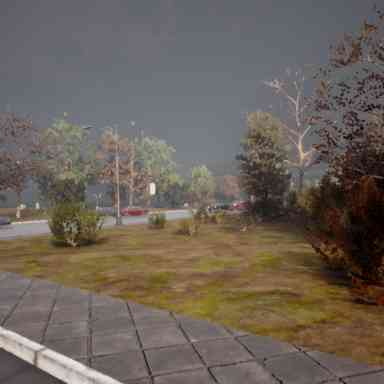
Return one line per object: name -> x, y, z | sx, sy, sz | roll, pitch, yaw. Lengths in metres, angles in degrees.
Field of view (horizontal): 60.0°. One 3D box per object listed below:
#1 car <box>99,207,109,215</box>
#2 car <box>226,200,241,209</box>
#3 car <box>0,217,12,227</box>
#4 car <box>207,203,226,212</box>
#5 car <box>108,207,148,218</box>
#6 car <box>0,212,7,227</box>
car -> -11.378, 2.577, 41.807 | 2.033, 1.411, 5.357 | -3, -2, 32
car -> 7.627, 2.035, 51.991 | 2.097, 1.767, 4.553 | -3, -2, 32
car -> -17.249, 2.379, 26.245 | 2.033, 1.411, 5.357 | -3, -2, 33
car -> 4.321, 2.433, 53.283 | 1.895, 1.301, 4.718 | -3, -2, 32
car -> -7.614, 2.483, 41.217 | 1.895, 1.301, 4.718 | -3, -2, 32
car -> -19.305, 2.590, 29.468 | 1.895, 1.301, 4.718 | -3, -2, 33
